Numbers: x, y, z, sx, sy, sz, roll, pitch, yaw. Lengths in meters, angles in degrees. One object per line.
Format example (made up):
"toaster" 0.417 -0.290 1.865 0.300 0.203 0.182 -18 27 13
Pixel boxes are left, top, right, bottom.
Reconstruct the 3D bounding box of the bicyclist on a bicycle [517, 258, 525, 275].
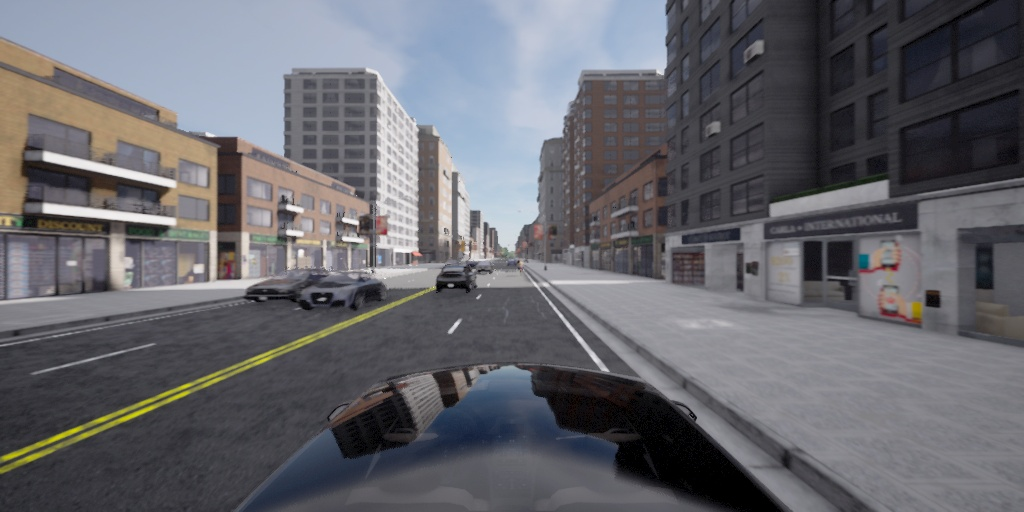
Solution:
"bicyclist on a bicycle" 0.896 1.186 35.538 0.866 1.612 1.509 0 0 0

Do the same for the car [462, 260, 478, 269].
"car" -6.522 1.354 55.960 1.895 1.301 4.718 0 0 1

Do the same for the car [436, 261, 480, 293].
"car" -3.142 1.255 20.835 1.837 1.490 4.892 0 0 0

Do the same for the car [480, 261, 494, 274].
"car" -3.128 1.298 41.457 2.033 1.411 5.357 0 0 0

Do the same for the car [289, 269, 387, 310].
"car" -6.593 1.314 14.426 1.994 1.385 4.181 0 0 0

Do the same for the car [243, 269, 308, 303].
"car" -9.842 1.298 16.837 2.033 1.411 5.357 0 0 0
